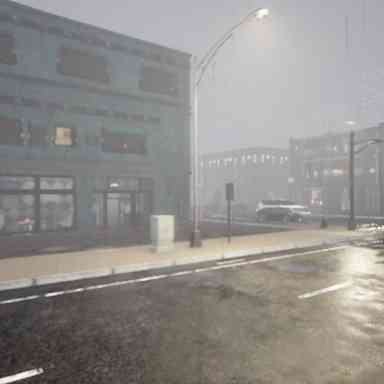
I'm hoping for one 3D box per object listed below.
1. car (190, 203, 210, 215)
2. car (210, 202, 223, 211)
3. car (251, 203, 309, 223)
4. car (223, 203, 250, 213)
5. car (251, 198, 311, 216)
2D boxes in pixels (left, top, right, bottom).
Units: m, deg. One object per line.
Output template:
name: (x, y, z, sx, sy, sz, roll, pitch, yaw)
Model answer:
car: (-0.184, 2.023, 40.995, 1.967, 1.590, 4.097, -1, 0, -35)
car: (3.438, 2.207, 50.364, 1.802, 1.307, 4.206, -1, 0, -35)
car: (7.763, 1.991, 29.617, 1.947, 1.339, 4.313, -1, 0, -35)
car: (6.646, 2.145, 45.855, 1.802, 1.307, 4.206, -1, 0, -35)
car: (8.891, 1.661, 32.724, 2.150, 2.045, 5.566, 0, -1, -35)
